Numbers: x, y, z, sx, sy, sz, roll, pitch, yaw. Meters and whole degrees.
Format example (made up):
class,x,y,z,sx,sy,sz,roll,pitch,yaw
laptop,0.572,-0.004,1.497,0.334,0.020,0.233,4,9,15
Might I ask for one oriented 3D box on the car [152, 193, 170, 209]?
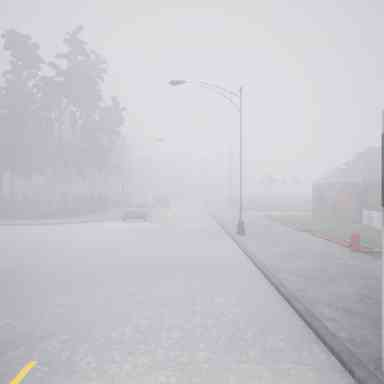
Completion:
class,x,y,z,sx,sy,sz,roll,pitch,yaw
car,-4.254,1.218,46.765,2.150,2.045,5.566,0,0,0

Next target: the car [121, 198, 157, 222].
class,x,y,z,sx,sy,sz,roll,pitch,yaw
car,-4.277,1.504,26.586,1.837,1.490,4.892,0,0,2
